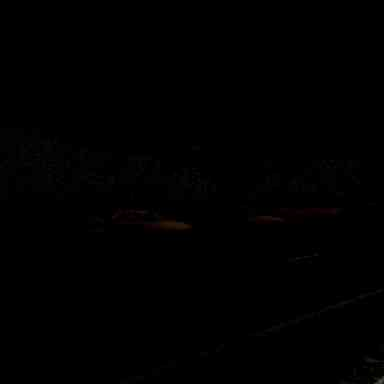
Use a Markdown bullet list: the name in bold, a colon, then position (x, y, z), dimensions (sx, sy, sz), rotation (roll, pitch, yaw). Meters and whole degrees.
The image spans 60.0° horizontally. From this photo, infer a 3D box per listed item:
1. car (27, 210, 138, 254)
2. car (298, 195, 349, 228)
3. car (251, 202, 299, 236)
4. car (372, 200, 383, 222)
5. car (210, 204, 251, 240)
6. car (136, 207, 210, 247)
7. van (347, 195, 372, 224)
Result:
- **car**: position (-4.667, 1.517, 13.295), dimensions (4.674, 1.452, 2.002), rotation (-1, 0, 35)
- **car**: position (7.500, 1.306, 21.938), dimensions (4.553, 1.767, 2.185), rotation (-1, 0, 34)
- **car**: position (2.773, 1.446, 18.389), dimensions (5.366, 1.575, 1.946), rotation (-1, -1, 35)
- **car**: position (12.341, 1.436, 25.416), dimensions (4.674, 1.452, 2.002), rotation (-1, 0, 35)
- **car**: position (0.163, 1.489, 16.775), dimensions (4.792, 1.488, 2.163), rotation (-1, 0, 35)
- **car**: position (-2.086, 1.460, 14.927), dimensions (5.366, 1.575, 1.946), rotation (-1, -1, 35)
- **van**: position (10.010, 1.191, 23.632), dimensions (4.442, 1.987, 1.878), rotation (-1, -1, 35)
